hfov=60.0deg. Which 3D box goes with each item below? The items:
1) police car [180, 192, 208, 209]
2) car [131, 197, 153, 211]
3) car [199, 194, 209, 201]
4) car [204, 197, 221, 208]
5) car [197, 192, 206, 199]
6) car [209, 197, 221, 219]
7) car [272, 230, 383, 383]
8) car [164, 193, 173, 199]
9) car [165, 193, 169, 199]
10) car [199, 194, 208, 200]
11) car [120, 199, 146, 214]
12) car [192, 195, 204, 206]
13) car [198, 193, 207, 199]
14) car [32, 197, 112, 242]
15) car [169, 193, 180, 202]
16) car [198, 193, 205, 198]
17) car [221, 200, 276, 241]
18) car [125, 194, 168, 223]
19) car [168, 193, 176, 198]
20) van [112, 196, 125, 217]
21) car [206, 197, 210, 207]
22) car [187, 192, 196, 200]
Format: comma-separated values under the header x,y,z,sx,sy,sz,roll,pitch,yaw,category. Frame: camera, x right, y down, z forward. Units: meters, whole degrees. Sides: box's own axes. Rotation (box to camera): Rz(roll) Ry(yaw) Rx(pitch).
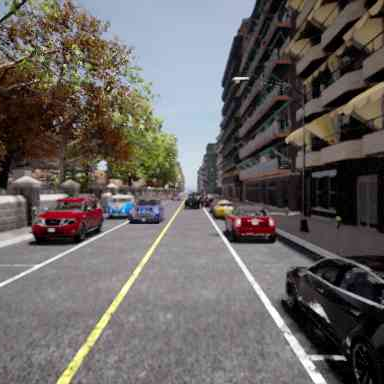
x,y,z,sx,sy,sz,roll,pitch,yaw,category
0.401,1.190,41.231,1.930,1.638,5.238,0,0,12,police car
-5.731,1.323,38.536,1.887,1.381,4.507,0,0,0,car
2.614,1.158,72.327,1.887,1.381,4.507,0,0,0,car
2.643,1.315,44.177,1.947,1.339,4.313,0,0,0,car
2.596,0.856,89.216,2.192,1.841,5.009,0,0,0,car
2.661,1.363,27.454,1.752,1.417,4.829,0,0,0,car
2.684,1.535,4.765,1.947,1.339,4.313,0,0,0,car
-5.778,1.005,83.576,1.967,1.590,4.097,0,0,0,car
-5.773,1.029,77.948,1.967,1.590,4.097,0,0,0,car
2.608,1.133,77.958,1.887,1.381,4.507,0,0,0,car
-5.725,1.390,32.906,1.802,1.307,4.206,0,0,0,car
0.847,1.220,50.934,1.837,1.490,4.892,0,0,0,car
2.602,1.005,83.586,1.967,1.590,4.097,0,0,0,car
-5.708,1.217,16.014,2.192,1.841,5.009,0,0,0,car
-3.080,1.165,66.220,1.812,1.442,4.674,0,0,0,car
2.591,0.957,94.847,1.967,1.590,4.097,0,0,0,car
2.672,1.342,16.023,1.967,1.590,4.097,0,0,0,car
-3.125,1.210,23.673,2.097,1.767,4.553,0,0,0,car
-5.789,1.068,94.838,2.008,1.369,4.403,0,0,0,car
-5.719,1.180,27.274,1.690,1.788,3.998,0,0,0,van
2.655,1.390,32.915,1.802,1.307,4.206,0,0,0,car
-0.078,0.891,75.504,1.882,1.535,5.008,0,0,0,car
